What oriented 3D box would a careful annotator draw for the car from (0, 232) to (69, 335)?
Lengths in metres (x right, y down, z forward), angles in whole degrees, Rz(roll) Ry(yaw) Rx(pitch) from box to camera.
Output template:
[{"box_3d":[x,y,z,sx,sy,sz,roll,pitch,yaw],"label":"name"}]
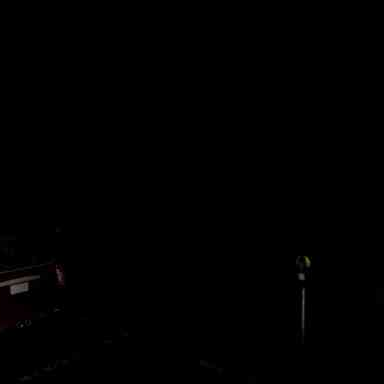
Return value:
[{"box_3d":[-4.109,1.439,6.012,4.097,1.590,1.967,0,0,36],"label":"car"}]
